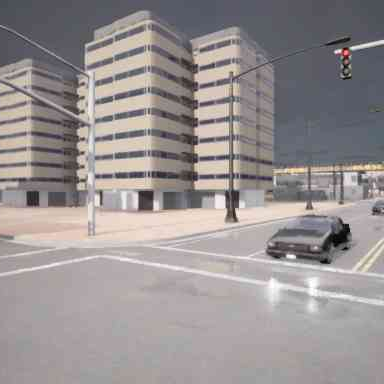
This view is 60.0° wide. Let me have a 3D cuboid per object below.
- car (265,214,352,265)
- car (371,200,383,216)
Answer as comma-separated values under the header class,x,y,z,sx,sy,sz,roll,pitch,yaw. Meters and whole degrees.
class,x,y,z,sx,sy,sz,roll,pitch,yaw
car,4.506,1.547,12.160,2.033,1.411,5.357,0,0,35
car,18.485,1.505,31.868,1.837,1.490,4.892,0,0,35
